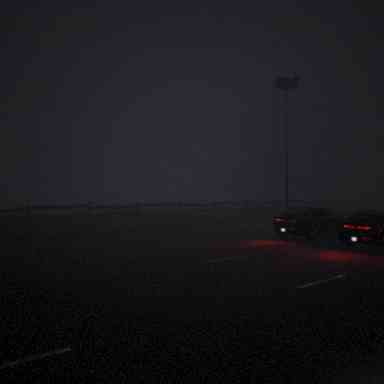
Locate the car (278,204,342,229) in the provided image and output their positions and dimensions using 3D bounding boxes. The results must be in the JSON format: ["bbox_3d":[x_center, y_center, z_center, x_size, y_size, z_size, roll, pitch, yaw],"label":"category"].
[{"bbox_3d":[7.975,1.549,22.335,4.181,1.385,1.994,0,0,-36],"label":"car"}]

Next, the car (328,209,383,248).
[{"bbox_3d":[7.985,1.493,13.742,4.892,1.490,1.837,0,0,-36],"label":"car"}]

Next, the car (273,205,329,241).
[{"bbox_3d":[6.179,1.494,16.754,4.892,1.490,1.837,0,0,-36],"label":"car"}]
